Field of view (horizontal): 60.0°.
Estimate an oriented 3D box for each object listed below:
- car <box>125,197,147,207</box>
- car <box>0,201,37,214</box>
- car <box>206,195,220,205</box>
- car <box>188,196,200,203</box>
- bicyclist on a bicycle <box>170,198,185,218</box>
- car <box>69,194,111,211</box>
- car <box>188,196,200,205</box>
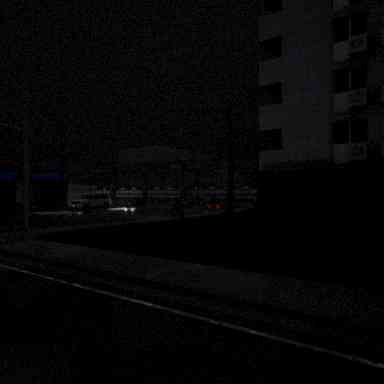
[{"bbox_3d":[-8.387,1.491,50.014,2.128,1.511,4.902,0,0,15],"label":"car"},{"bbox_3d":[-17.921,1.601,32.486,1.895,1.301,4.718,0,0,35],"label":"car"},{"bbox_3d":[3.882,1.526,58.485,1.812,1.442,4.674,0,0,4],"label":"car"},{"bbox_3d":[0.354,1.564,67.487,1.994,1.385,4.181,0,0,-8],"label":"car"},{"bbox_3d":[-1.204,1.300,27.316,1.656,1.620,0.582,0,0,36],"label":"bicyclist on a bicycle"},{"bbox_3d":[-12.335,1.221,40.738,2.150,2.045,5.566,0,0,29],"label":"car"},{"bbox_3d":[0.410,1.564,59.076,1.994,1.385,4.181,0,0,4],"label":"car"}]
